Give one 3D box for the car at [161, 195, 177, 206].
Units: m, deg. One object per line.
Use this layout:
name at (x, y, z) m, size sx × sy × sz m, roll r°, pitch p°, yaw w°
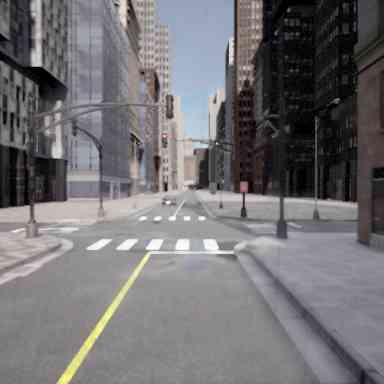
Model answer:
car at (-3.011, 1.141, 44.699) m, size 2.128 × 1.511 × 4.902 m, roll 0°, pitch 2°, yaw 0°
